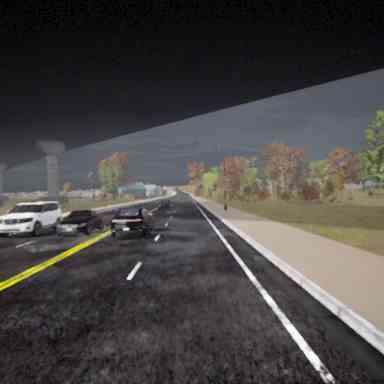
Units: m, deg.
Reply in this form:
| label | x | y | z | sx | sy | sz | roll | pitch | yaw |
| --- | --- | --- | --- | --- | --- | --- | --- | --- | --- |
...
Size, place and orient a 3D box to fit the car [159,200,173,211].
| label | x | y | z | sx | sy | sz | roll | pitch | yaw |
| --- | --- | --- | --- | --- | --- | --- | --- | --- | --- |
| car | -3.718 | 1.813 | 46.813 | 2.033 | 1.411 | 5.357 | -2 | 0 | -1 |

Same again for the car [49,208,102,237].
| label | x | y | z | sx | sy | sz | roll | pitch | yaw |
| --- | --- | --- | --- | --- | --- | --- | --- | --- | --- |
| car | -6.808 | 1.822 | 20.670 | 1.812 | 1.442 | 4.674 | -2 | 0 | -1 |

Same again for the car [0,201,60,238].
| label | x | y | z | sx | sy | sz | roll | pitch | yaw |
| --- | --- | --- | --- | --- | --- | --- | --- | --- | --- |
| car | -10.073 | 1.636 | 21.124 | 2.150 | 2.045 | 5.566 | -2 | -1 | -1 |

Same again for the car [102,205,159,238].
| label | x | y | z | sx | sy | sz | roll | pitch | yaw |
| --- | --- | --- | --- | --- | --- | --- | --- | --- | --- |
| car | -3.350 | 1.662 | 19.153 | 2.128 | 1.511 | 4.902 | -2 | 0 | -1 |
